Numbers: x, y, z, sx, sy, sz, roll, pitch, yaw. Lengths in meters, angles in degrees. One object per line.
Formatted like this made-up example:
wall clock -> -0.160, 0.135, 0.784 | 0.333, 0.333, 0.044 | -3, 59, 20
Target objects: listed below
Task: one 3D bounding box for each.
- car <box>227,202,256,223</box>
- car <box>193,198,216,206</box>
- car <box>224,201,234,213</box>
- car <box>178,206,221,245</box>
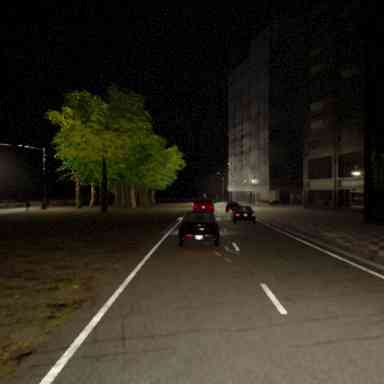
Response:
car -> 4.368, 1.875, 28.642 | 2.033, 1.411, 5.357 | 0, -1, 4
car -> 1.281, 1.609, 35.074 | 2.150, 2.045, 5.566 | 0, -1, 4
car -> 5.329, 2.010, 44.021 | 1.837, 1.490, 4.892 | 0, 0, 5
car -> 0.364, 1.686, 16.501 | 1.837, 1.490, 4.892 | 0, -1, 2
